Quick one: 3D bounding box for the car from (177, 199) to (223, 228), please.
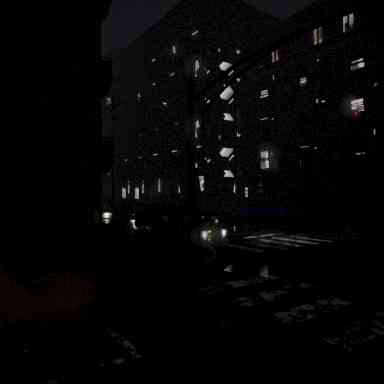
[{"bbox_3d":[0.028,1.472,21.847,2.128,1.511,4.902,-1,0,-36],"label":"car"}]

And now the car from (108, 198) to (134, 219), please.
[{"bbox_3d":[-5.364,1.532,29.296,1.994,1.385,4.181,-1,0,-37],"label":"car"}]

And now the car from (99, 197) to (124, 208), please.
[{"bbox_3d":[-11.628,1.463,47.847,1.887,1.381,4.507,-1,0,-36],"label":"car"}]

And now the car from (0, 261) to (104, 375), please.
[{"bbox_3d":[-3.575,1.525,4.018,4.829,1.417,1.752,0,0,-35],"label":"car"}]

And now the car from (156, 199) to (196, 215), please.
[{"bbox_3d":[-1.774,1.449,34.223,1.752,1.417,4.829,0,0,-36],"label":"car"}]

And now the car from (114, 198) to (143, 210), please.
[{"bbox_3d":[-8.310,1.463,43.260,1.887,1.381,4.507,-1,0,-36],"label":"car"}]

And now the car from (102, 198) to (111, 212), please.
[{"bbox_3d":[-11.350,1.439,37.597,1.882,1.535,5.008,-1,0,-36],"label":"car"}]

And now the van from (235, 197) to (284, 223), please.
[{"bbox_3d":[4.961,1.280,24.910,1.690,1.788,3.998,0,0,-36],"label":"van"}]

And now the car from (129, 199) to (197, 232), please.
[{"bbox_3d":[-1.840,1.440,20.014,1.967,1.590,4.097,0,0,-36],"label":"car"}]
